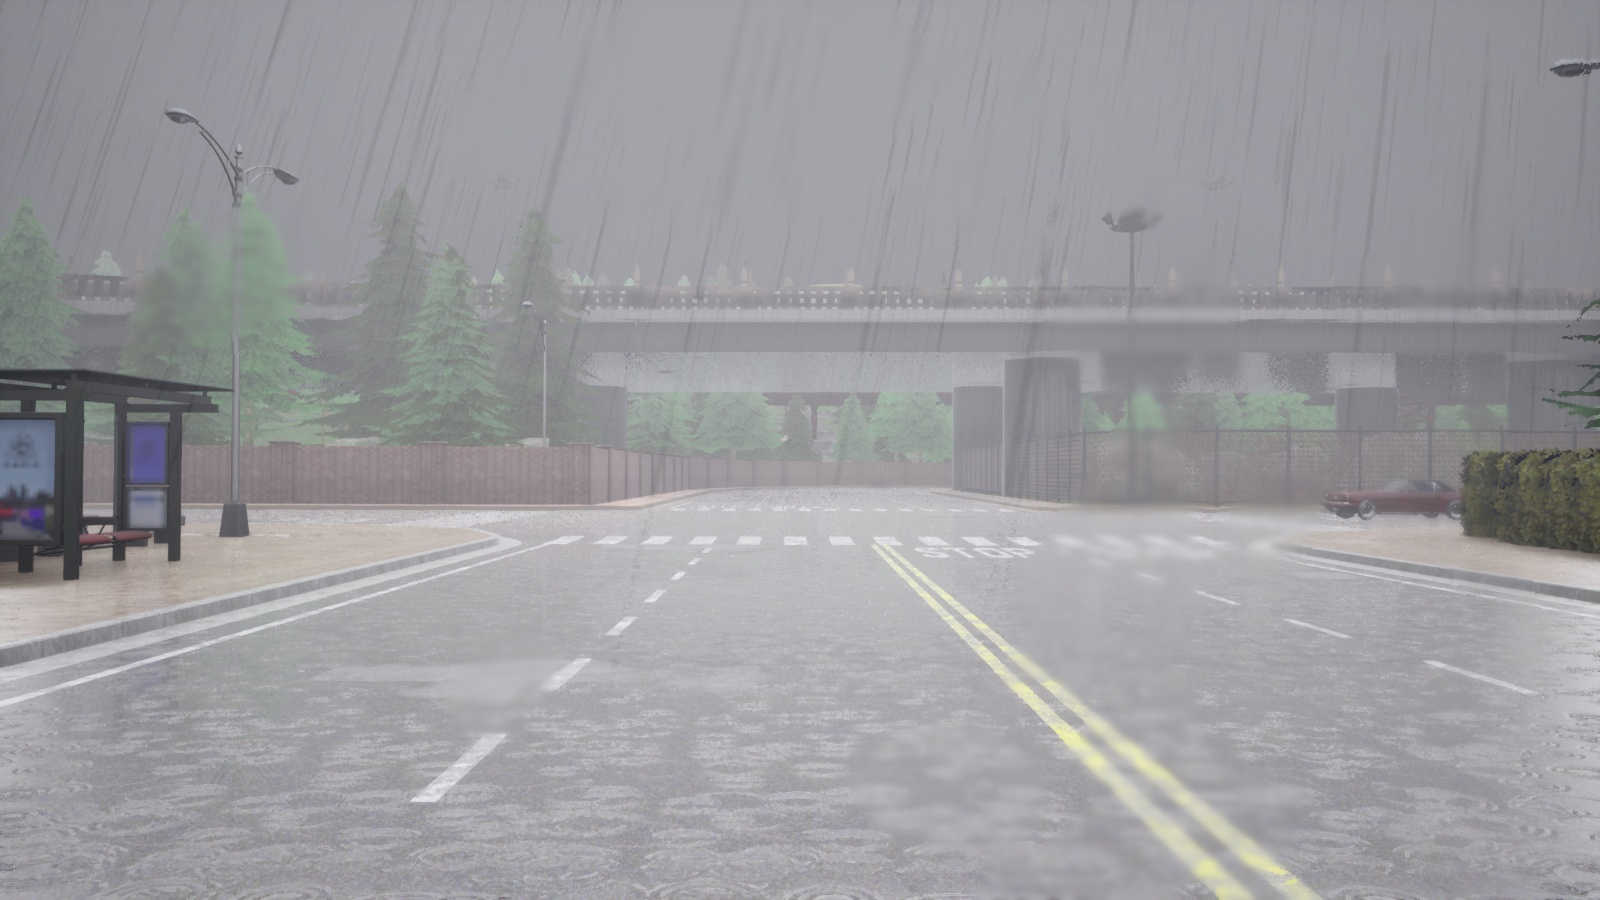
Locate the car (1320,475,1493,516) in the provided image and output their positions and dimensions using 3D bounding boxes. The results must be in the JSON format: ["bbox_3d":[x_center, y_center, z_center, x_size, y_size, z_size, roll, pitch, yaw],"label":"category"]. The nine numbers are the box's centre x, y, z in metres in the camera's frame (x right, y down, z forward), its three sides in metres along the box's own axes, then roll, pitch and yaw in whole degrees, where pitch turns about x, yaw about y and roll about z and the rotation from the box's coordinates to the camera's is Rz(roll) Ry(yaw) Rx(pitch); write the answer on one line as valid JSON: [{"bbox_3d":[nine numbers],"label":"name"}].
[{"bbox_3d":[19.692,1.468,40.901,4.718,1.301,1.895,0,-1,0],"label":"car"}]
